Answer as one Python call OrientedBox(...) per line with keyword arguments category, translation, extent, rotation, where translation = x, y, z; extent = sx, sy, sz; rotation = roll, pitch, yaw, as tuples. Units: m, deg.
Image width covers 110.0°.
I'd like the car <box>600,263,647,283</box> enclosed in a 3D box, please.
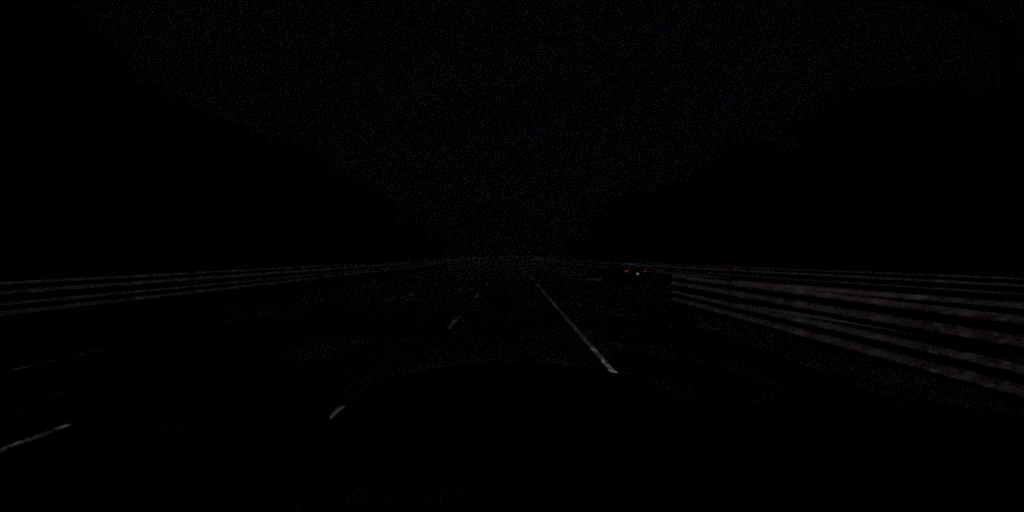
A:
OrientedBox(category="car", translation=(8.630, 1.309, 28.127), extent=(2.163, 1.488, 4.792), rotation=(0, 0, -10))
